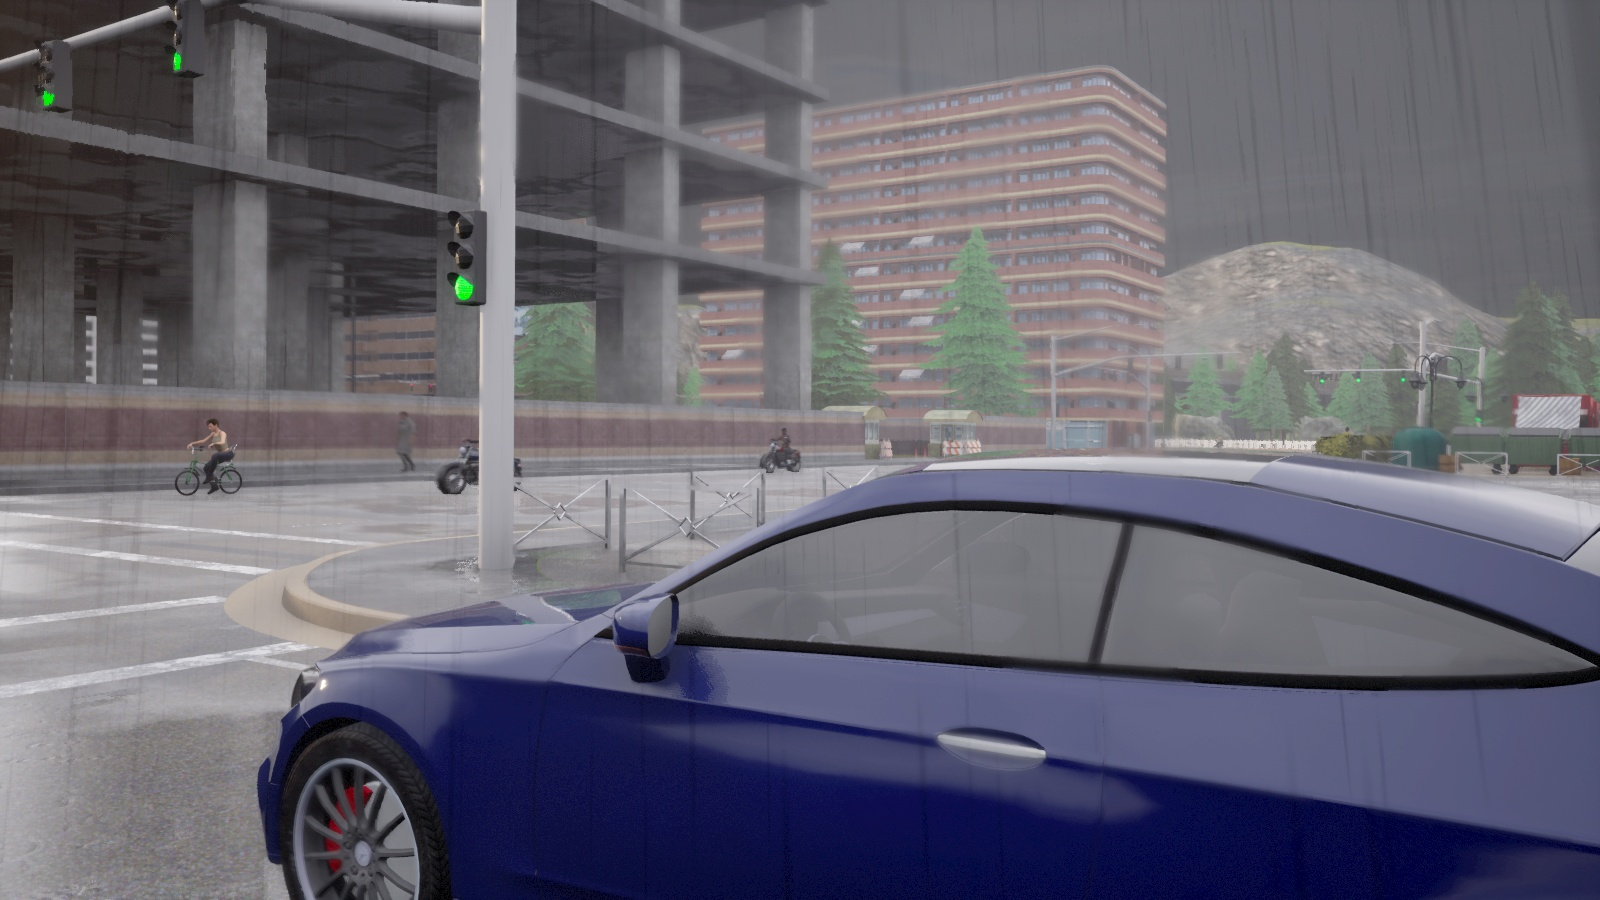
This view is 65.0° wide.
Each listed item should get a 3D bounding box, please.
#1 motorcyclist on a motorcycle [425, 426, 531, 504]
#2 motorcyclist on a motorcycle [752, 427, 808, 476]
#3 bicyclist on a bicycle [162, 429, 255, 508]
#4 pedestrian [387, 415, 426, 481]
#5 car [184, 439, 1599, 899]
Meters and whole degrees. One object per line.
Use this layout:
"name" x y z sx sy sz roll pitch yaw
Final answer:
"motorcyclist on a motorcycle" -7.138 0.309 27.962 0.766 1.649 2.350 0 1 33
"motorcyclist on a motorcycle" -0.695 0.031 44.094 0.766 1.649 2.350 0 1 33
"bicyclist on a bicycle" -12.388 0.365 26.348 0.866 1.612 1.509 0 1 34
"pedestrian" -11.637 -0.065 37.177 0.659 1.952 0.873 0 1 25
"car" 0.620 0.708 3.212 4.674 1.442 1.812 0 1 34
